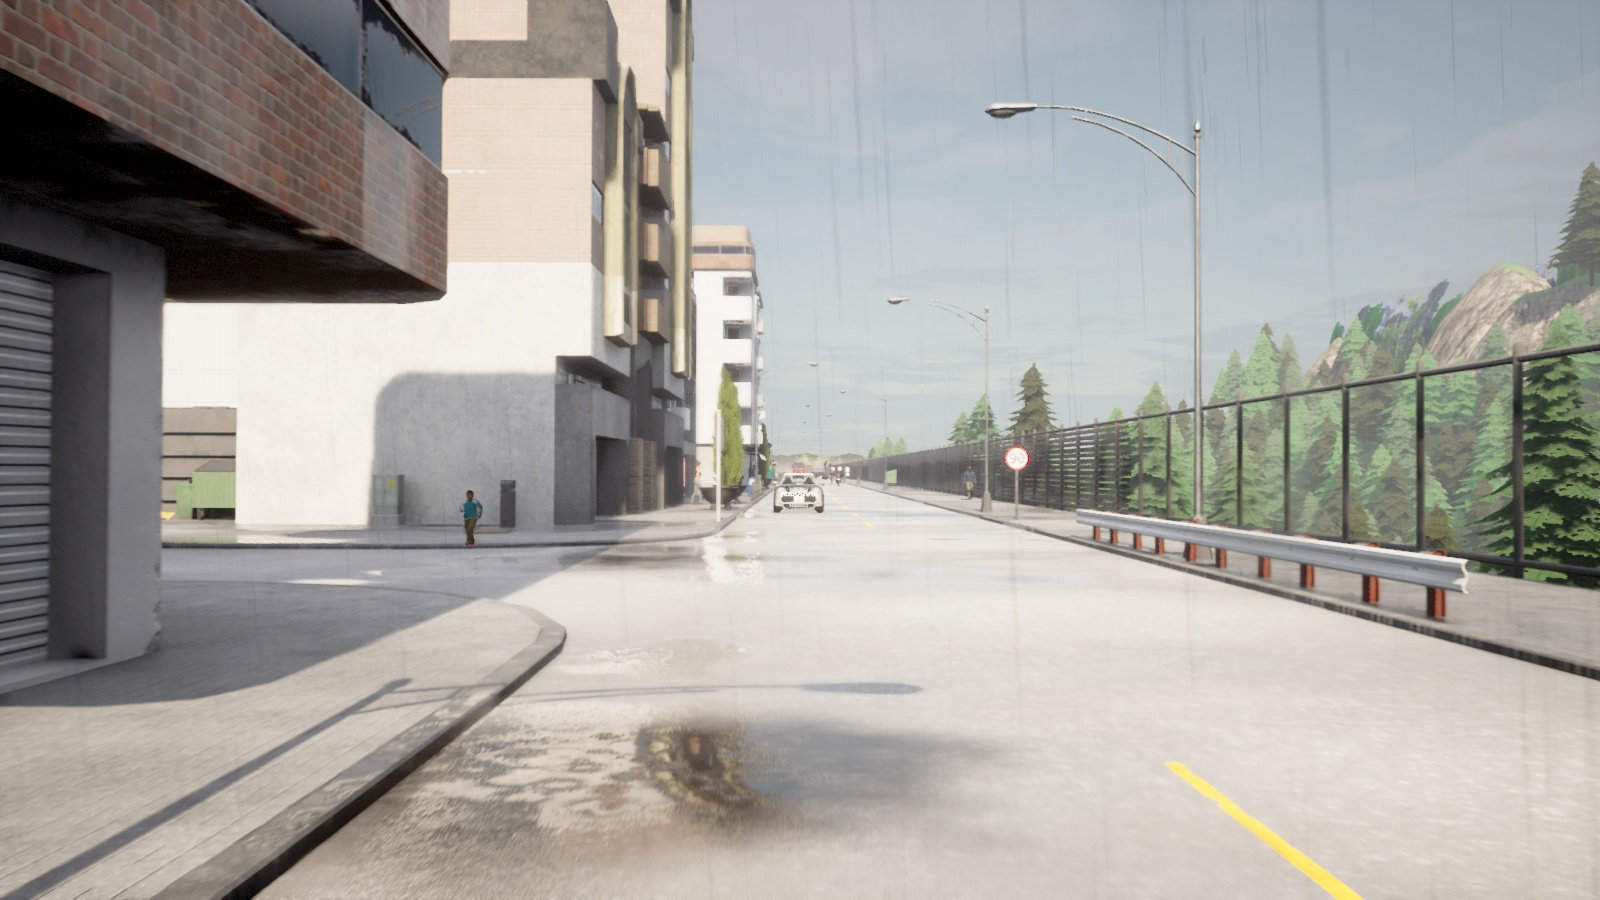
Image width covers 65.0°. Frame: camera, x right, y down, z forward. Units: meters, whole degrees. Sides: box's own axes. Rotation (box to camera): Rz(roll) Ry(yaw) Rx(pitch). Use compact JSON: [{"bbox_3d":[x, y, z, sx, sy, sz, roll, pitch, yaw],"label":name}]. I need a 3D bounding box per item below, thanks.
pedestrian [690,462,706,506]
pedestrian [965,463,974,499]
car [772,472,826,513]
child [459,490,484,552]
[{"bbox_3d":[-4.322,1.430,53.208,0.594,1.836,0.345,0,-1,-25],"label":"pedestrian"},{"bbox_3d":[8.697,1.567,64.359,0.370,1.835,0.726,0,-1,2],"label":"pedestrian"},{"bbox_3d":[-0.044,1.579,47.741,1.970,1.475,3.806,0,-1,0],"label":"car"},{"bbox_3d":[-6.418,1.387,24.567,0.343,1.192,0.448,0,-1,4],"label":"child"}]
